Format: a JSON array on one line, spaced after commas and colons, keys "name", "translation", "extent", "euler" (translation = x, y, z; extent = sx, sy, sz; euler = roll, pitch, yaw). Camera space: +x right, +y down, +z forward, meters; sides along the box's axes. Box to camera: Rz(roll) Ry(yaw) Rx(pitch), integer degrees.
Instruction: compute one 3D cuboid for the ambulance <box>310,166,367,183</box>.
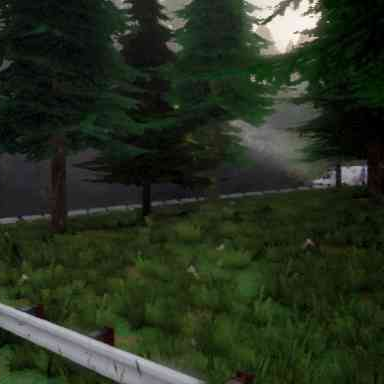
[{"name": "ambulance", "translation": [16.180, -1.453, 36.166], "extent": [6.366, 2.431, 2.351], "euler": [-5, -1, 12]}]
